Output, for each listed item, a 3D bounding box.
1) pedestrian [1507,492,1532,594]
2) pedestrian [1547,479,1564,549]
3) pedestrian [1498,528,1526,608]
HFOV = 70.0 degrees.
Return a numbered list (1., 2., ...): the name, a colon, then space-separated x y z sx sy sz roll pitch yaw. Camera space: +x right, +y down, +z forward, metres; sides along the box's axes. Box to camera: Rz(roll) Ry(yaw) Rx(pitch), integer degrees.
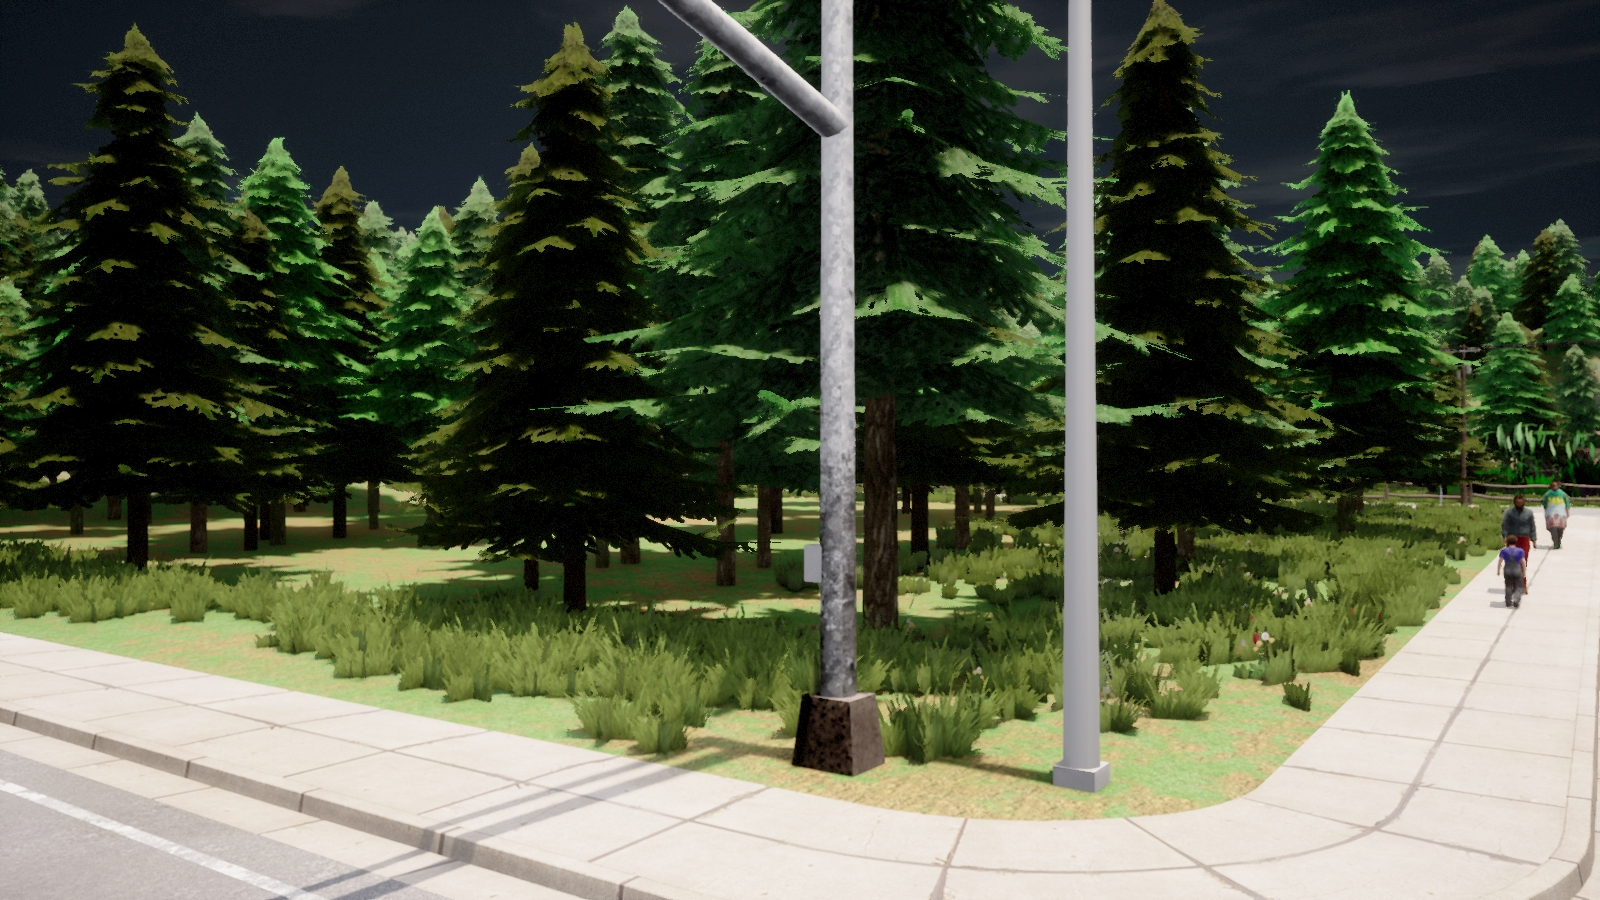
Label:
1. pedestrian: 13.317 1.711 21.147 0.375 1.860 0.375 0 0 34
2. pedestrian: 20.417 1.714 30.869 0.375 1.860 0.375 0 0 35
3. pedestrian: 12.085 1.989 19.388 0.375 1.300 0.375 0 0 35
